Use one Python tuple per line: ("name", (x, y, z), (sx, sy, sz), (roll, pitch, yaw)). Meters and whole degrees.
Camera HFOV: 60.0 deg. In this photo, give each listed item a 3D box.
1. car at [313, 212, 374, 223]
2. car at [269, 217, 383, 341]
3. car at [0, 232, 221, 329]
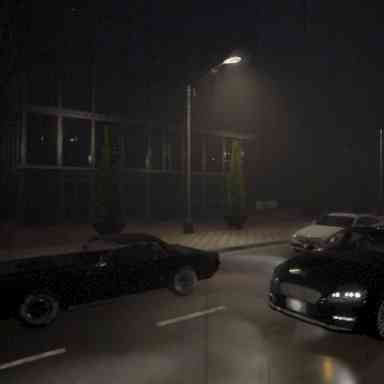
("car", (5.676, 1.498, 12.341), (4.674, 1.442, 1.812), (0, 0, -36))
("car", (3.601, 1.476, 6.561), (4.902, 1.511, 2.128), (0, 0, -35))
("car", (-1.757, 1.595, 7.055), (4.718, 1.301, 1.895), (0, 0, -35))
